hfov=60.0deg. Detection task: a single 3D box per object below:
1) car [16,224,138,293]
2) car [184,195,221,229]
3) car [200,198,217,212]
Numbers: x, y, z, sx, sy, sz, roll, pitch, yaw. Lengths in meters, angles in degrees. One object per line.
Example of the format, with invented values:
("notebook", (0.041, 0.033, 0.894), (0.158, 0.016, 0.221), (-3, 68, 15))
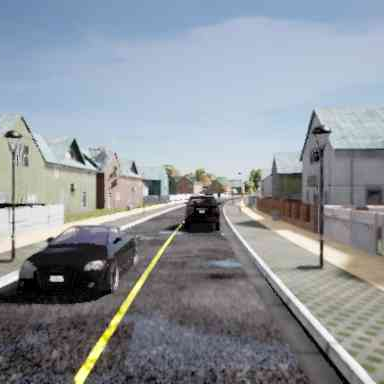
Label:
("car", (-2.683, 1.563, 8.706), (1.994, 1.385, 4.181), (0, 0, 2))
("car", (0.703, 1.225, 21.684), (2.150, 2.045, 5.566), (0, 0, 3))
("car", (2.021, 1.532, 40.173), (1.812, 1.442, 4.674), (0, 0, 5))
